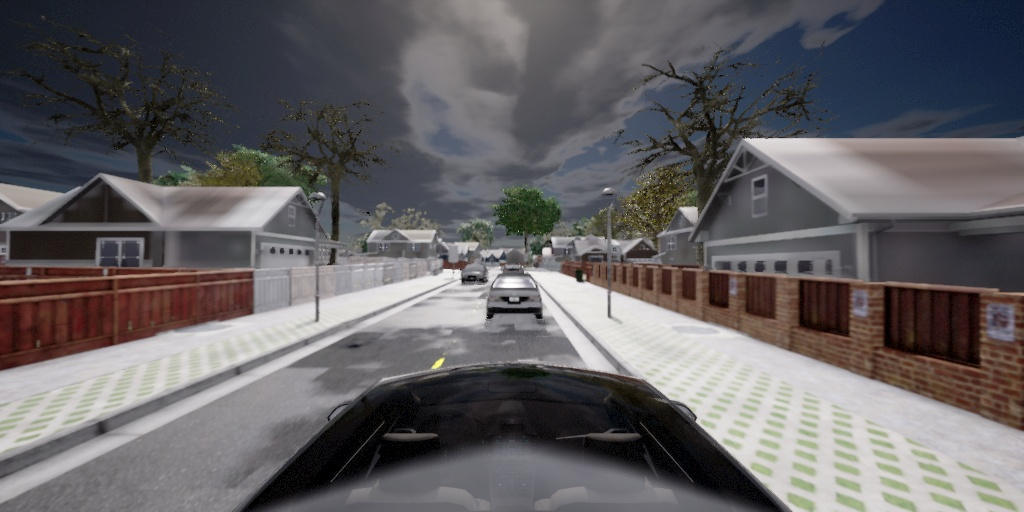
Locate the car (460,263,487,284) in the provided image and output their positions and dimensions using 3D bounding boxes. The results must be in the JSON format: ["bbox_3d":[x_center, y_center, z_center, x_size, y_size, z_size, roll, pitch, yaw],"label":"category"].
[{"bbox_3d":[-2.843,1.347,27.892,1.837,1.490,4.892,0,0,0],"label":"car"}]

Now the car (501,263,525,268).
[{"bbox_3d":[0.089,1.366,30.986,1.837,1.490,4.892,0,0,0],"label":"car"}]

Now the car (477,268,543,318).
[{"bbox_3d":[0.081,1.321,13.014,2.033,1.411,5.357,0,0,0],"label":"car"}]
